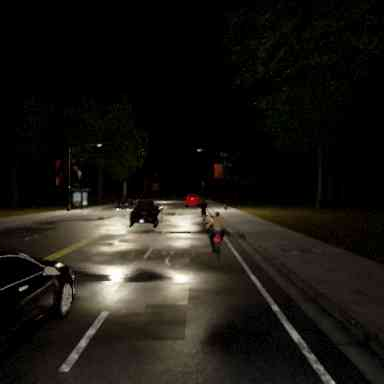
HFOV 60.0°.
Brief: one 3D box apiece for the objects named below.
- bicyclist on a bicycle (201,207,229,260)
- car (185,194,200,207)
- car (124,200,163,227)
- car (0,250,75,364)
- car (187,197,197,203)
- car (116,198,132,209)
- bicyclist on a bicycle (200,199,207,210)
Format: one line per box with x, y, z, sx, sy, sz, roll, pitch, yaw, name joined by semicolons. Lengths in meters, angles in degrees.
0.876;1.468;11.640;0.866;1.612;1.509;0;0;0;bicyclist on a bicycle
0.099;1.372;53.818;2.150;2.045;5.566;0;0;0;car
-3.151;1.568;23.239;1.837;1.490;4.892;0;0;0;car
-3.150;1.517;4.461;1.837;1.490;4.892;0;0;0;car
-0.003;1.748;73.650;2.033;1.411;5.357;0;0;0;car
-9.834;1.639;48.965;1.837;1.490;4.892;0;0;0;car
0.892;1.440;25.799;0.659;1.776;1.843;0;0;0;bicyclist on a bicycle
